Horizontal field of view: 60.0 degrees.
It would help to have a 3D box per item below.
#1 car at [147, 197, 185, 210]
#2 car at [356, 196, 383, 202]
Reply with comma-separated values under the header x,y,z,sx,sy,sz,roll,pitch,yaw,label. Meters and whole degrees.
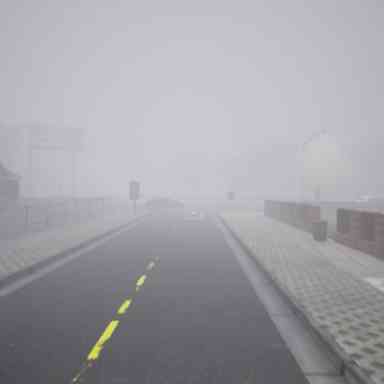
x,y,z,sx,sy,sz,roll,pitch,yaw,label
-3.249,1.431,42.002,4.892,1.490,1.837,1,1,0,car
24.051,1.598,43.013,5.566,2.045,2.150,1,1,-5,car
